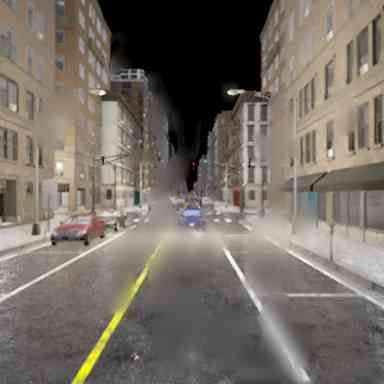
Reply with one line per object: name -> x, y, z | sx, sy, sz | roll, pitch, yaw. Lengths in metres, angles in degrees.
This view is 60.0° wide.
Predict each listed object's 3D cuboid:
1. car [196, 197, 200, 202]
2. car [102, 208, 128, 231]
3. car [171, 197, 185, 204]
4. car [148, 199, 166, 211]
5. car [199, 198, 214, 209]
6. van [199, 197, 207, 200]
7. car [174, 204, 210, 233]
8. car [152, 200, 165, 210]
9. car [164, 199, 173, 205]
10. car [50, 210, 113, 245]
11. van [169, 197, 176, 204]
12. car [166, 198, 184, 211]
car -> 2.664, 2.073, 75.865 | 2.192, 1.841, 5.009 | 0, -1, 0
car -> -5.381, 1.774, 21.959 | 2.008, 1.369, 4.403 | 0, -1, 0
car -> -2.752, 2.162, 63.607 | 1.812, 1.442, 4.674 | 0, 0, 0
car -> -5.377, 2.041, 48.833 | 2.008, 1.369, 4.403 | 0, -1, 0
car -> 2.653, 2.094, 54.238 | 2.008, 1.369, 4.403 | 0, -1, 0
van -> 2.656, 1.938, 59.647 | 1.690, 1.788, 3.998 | 0, -1, 0
car -> 0.024, 1.743, 21.411 | 1.812, 1.442, 4.674 | 0, -1, 1
car -> -5.381, 2.067, 54.070 | 1.752, 1.417, 4.829 | 0, -1, 0
car -> -5.396, 2.282, 75.693 | 1.752, 1.417, 4.829 | 0, -1, 0
car -> -5.383, 1.748, 16.277 | 1.802, 1.307, 4.206 | 0, -1, 0
van -> -5.407, 2.261, 92.083 | 1.690, 1.788, 3.998 | 0, -1, 0
car -> -2.803, 2.042, 49.287 | 2.033, 1.411, 5.357 | 0, -1, 4
